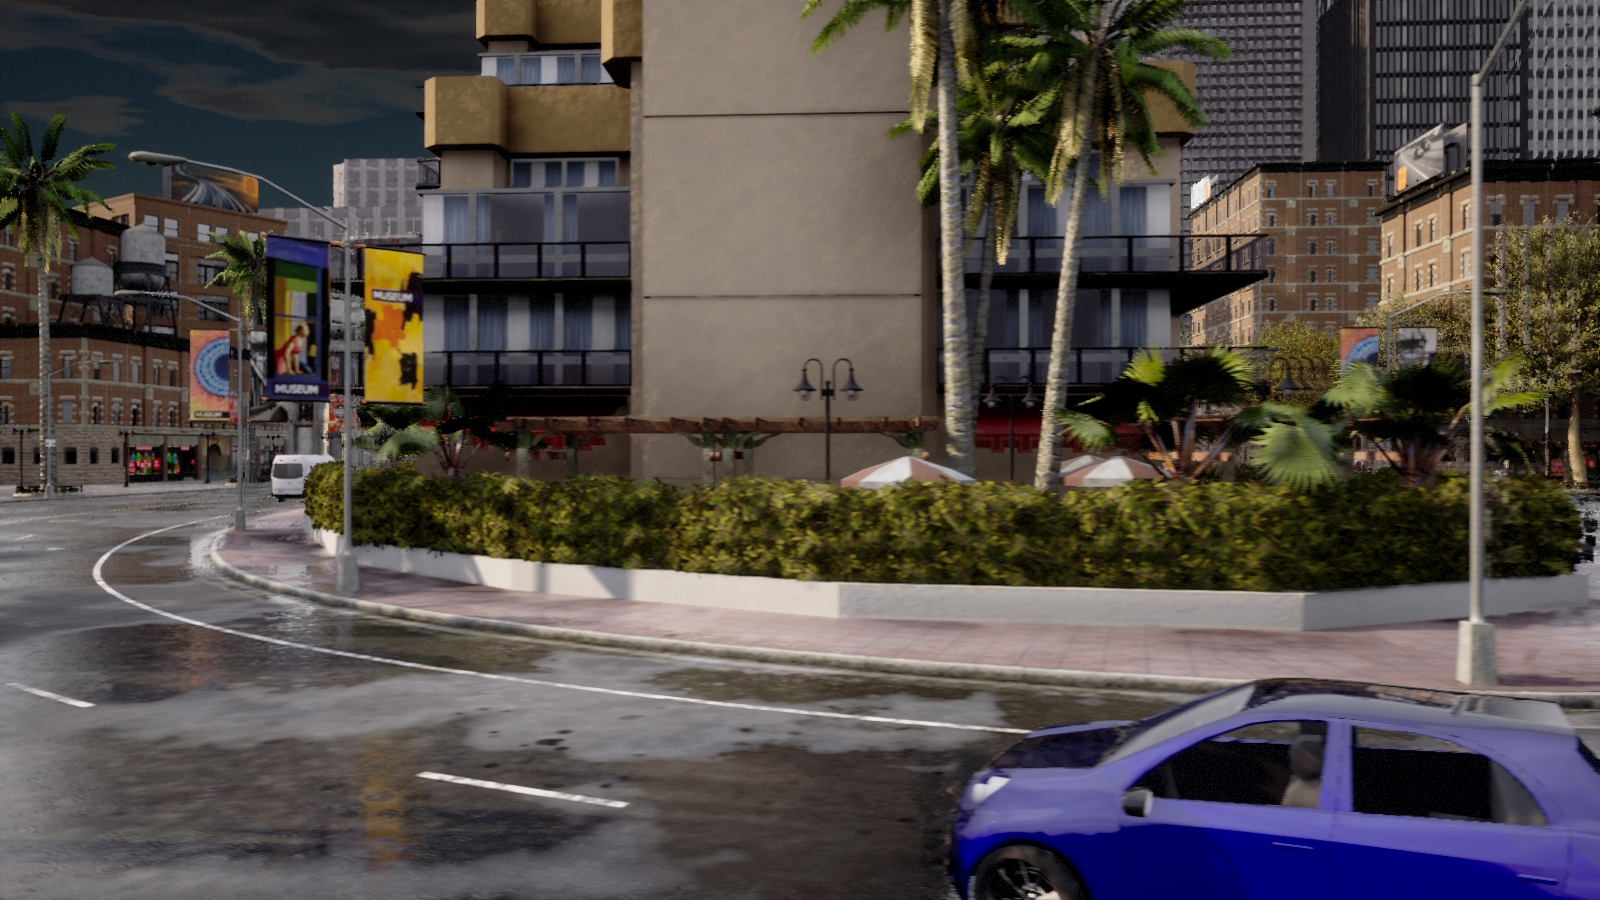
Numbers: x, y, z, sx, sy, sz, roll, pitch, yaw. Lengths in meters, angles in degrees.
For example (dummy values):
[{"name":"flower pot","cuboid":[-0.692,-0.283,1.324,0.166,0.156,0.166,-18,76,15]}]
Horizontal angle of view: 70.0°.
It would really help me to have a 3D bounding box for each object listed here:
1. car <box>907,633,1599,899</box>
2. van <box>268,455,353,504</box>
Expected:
[{"name":"car","cuboid":[2.637,2.039,6.354,3.633,1.501,1.845,0,0,27]},{"name":"van","cuboid":[-26.797,1.542,62.802,1.988,2.561,5.915,0,0,1]}]
